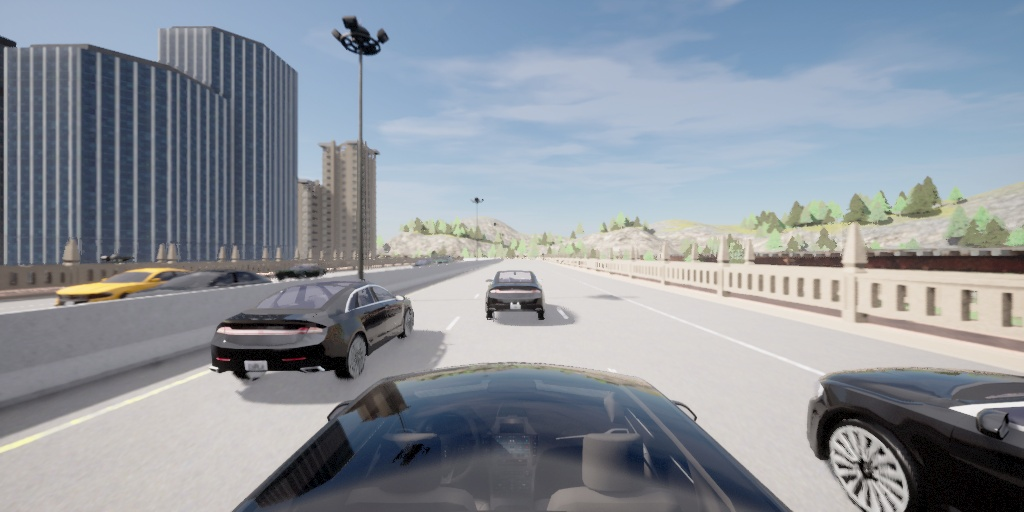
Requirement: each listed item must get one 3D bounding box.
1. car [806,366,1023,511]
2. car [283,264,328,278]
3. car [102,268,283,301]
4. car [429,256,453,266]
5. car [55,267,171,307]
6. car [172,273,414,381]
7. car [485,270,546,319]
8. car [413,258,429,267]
[{"bbox_3d":[3.599,1.242,1.263,2.128,1.511,4.902,0,0,0],"label":"car"},{"bbox_3d":[-17.591,1.351,30.150,1.895,1.301,4.718,0,0,0],"label":"car"},{"bbox_3d":[-10.597,1.255,12.572,1.837,1.490,4.892,0,0,0],"label":"car"},{"bbox_3d":[-10.339,0.971,54.258,2.150,2.045,5.566,0,0,2],"label":"car"},{"bbox_3d":[-14.097,1.228,13.930,1.882,1.535,5.008,0,0,0],"label":"car"},{"bbox_3d":[-3.400,1.242,7.188,2.128,1.511,4.902,0,0,0],"label":"car"},{"bbox_3d":[0.102,1.242,12.693,2.128,1.511,4.902,0,0,0],"label":"car"},{"bbox_3d":[-13.782,1.297,56.082,2.033,1.411,5.357,0,0,2],"label":"car"}]
